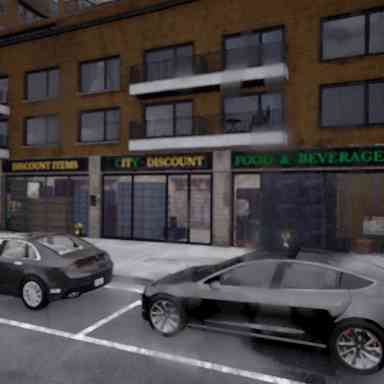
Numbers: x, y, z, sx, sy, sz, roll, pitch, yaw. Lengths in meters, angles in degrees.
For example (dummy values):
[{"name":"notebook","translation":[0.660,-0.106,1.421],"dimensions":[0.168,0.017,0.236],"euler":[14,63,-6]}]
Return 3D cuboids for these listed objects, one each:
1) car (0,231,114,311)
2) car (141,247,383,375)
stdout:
[{"name":"car","translation":[-3.883,1.584,7.584],"dimensions":[4.403,1.369,2.008],"euler":[0,0,23]},{"name":"car","translation":[1.252,1.592,5.385],"dimensions":[4.313,1.339,1.947],"euler":[0,0,23]}]
